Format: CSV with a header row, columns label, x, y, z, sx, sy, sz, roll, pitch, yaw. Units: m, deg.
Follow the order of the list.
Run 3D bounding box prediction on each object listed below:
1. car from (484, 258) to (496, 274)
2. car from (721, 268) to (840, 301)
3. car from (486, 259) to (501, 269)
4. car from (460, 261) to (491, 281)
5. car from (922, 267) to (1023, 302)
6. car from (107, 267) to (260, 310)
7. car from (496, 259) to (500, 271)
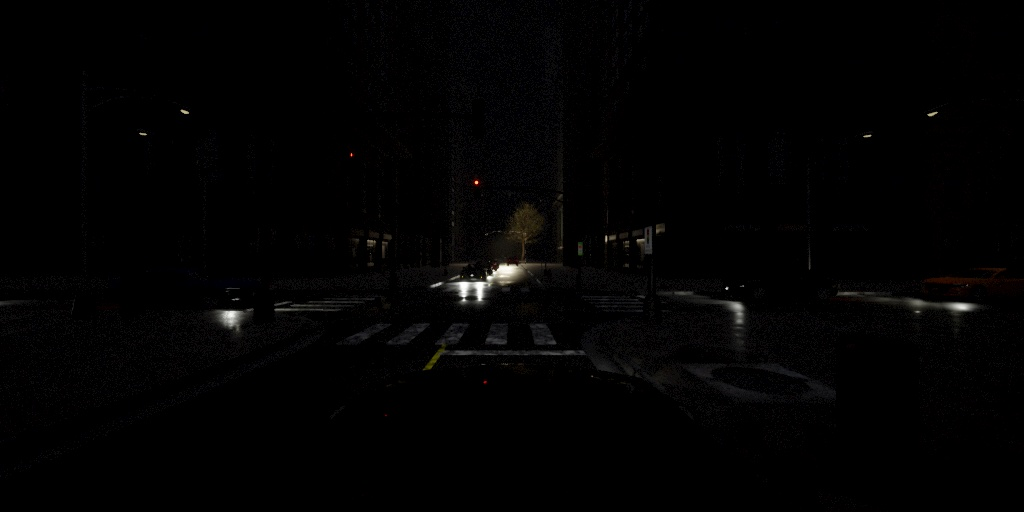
label,x,y,z,sx,sy,sz,roll,pitch,yaw
car,-3.077,1.232,38.654,1.882,1.535,5.008,0,0,0
car,12.595,1.297,16.984,4.892,1.490,1.837,0,0,0
car,-3.013,1.268,58.561,2.128,1.511,4.902,0,0,0
car,-3.082,1.314,29.584,1.994,1.385,4.181,0,0,0
car,22.550,1.300,16.972,5.008,1.535,1.882,0,0,0
car,-12.368,1.184,13.770,5.008,1.535,1.882,0,0,1
car,-3.060,1.116,48.300,2.097,1.767,4.553,0,0,0
